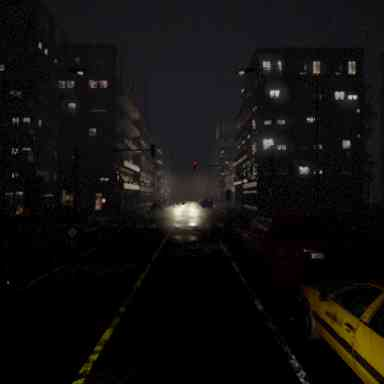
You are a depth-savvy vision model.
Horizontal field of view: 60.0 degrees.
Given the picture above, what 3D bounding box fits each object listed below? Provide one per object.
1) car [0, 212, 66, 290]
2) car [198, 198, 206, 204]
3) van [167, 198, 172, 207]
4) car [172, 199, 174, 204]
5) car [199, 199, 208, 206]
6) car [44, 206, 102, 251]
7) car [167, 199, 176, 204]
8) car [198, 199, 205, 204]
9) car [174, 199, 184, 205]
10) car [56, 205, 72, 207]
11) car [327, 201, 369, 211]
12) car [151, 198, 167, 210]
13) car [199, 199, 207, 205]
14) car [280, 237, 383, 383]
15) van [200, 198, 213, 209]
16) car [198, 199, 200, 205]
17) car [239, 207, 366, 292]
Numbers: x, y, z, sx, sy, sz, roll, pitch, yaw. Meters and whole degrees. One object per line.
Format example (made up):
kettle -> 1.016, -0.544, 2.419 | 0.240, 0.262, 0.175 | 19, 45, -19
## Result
car -> -5.313, 1.544, 9.185 | 1.967, 1.590, 4.097 | 0, -1, 0
car -> 2.583, 2.372, 86.226 | 1.967, 1.590, 4.097 | 0, -1, 0
van -> -5.396, 2.036, 63.906 | 1.690, 1.788, 3.998 | 0, -1, 0
car -> -5.349, 2.336, 69.484 | 1.802, 1.307, 4.206 | 0, -1, 0
car -> 2.583, 2.380, 75.063 | 1.947, 1.339, 4.313 | 0, -1, 0
car -> -5.402, 1.606, 14.728 | 1.967, 1.590, 4.097 | 0, -1, 0
car -> -5.297, 2.476, 86.227 | 1.887, 1.381, 4.507 | 0, -1, 0
car -> 2.585, 2.534, 91.806 | 1.887, 1.381, 4.507 | 0, -1, 0
car -> -2.734, 2.367, 78.275 | 1.812, 1.442, 4.674 | 0, -1, 0
car -> -11.956, 2.014, 32.294 | 4.674, 1.442, 1.812 | 0, -1, 0
car -> 17.599, 1.701, 37.607 | 4.507, 1.381, 1.887 | -1, 0, 0
car -> -5.433, 2.016, 52.741 | 1.967, 1.590, 4.097 | 0, -1, 0
car -> 2.582, 2.400, 80.814 | 1.752, 1.417, 4.829 | 0, -1, 0
car -> 2.566, 1.570, 3.805 | 1.752, 1.417, 4.829 | 0, -1, 0
van -> 2.707, 1.970, 57.701 | 1.690, 1.788, 3.998 | 0, -1, 0
car -> 2.673, 2.240, 63.902 | 1.887, 1.381, 4.507 | 0, -1, 0
car -> 2.567, 1.419, 9.185 | 2.192, 1.841, 5.009 | 0, -1, 0
